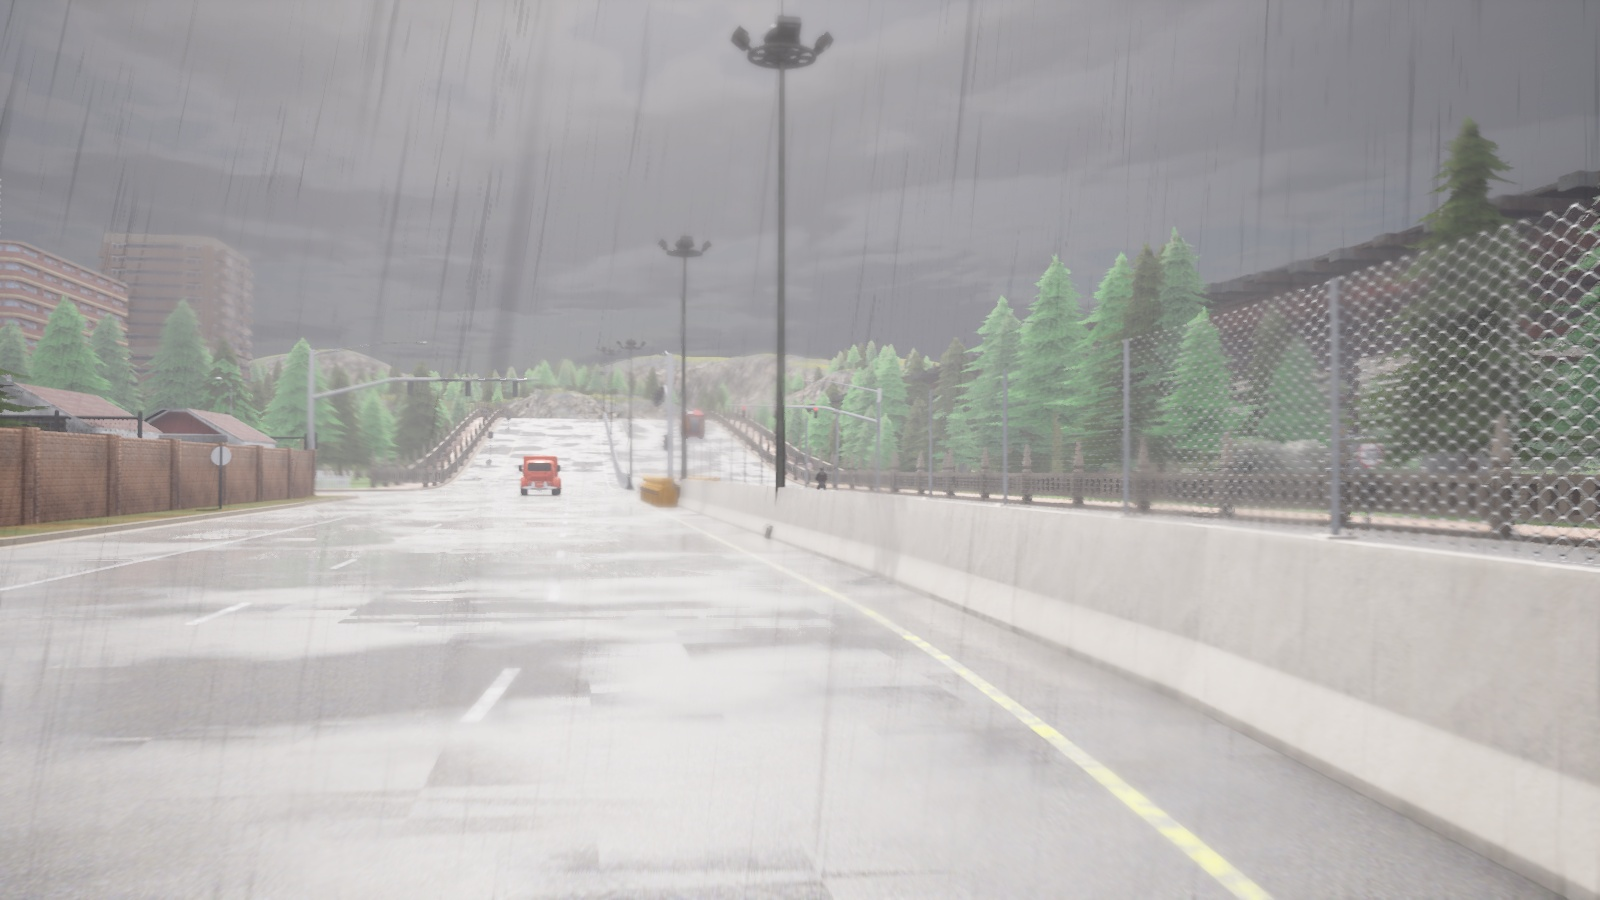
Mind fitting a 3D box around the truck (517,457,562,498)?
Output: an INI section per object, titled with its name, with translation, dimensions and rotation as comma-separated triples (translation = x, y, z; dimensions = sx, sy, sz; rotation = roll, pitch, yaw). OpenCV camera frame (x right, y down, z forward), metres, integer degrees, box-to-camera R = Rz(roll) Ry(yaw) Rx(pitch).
[truck]
translation = -16.231, 1.716, 78.431
dimensions = 2.627, 2.467, 5.204
rotation = 0, -1, -10
